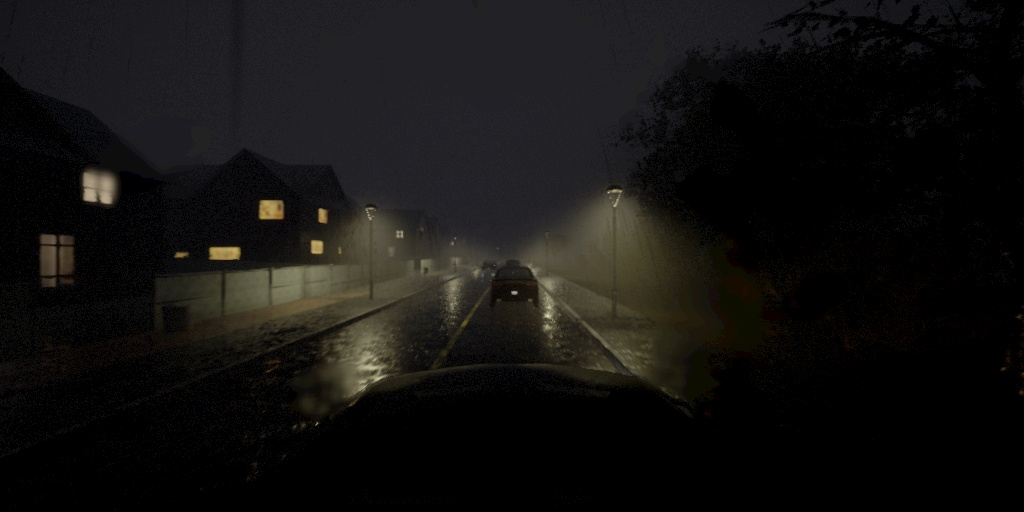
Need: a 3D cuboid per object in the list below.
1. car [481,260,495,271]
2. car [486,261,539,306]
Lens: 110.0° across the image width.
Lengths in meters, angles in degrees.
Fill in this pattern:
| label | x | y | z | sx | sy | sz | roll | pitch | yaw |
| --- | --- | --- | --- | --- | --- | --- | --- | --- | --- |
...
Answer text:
| label | x | y | z | sx | sy | sz | roll | pitch | yaw |
| --- | --- | --- | --- | --- | --- | --- | --- | --- | --- |
| car | -2.752 | 1.136 | 44.045 | 1.895 | 1.301 | 4.718 | 0 | 0 | 0 |
| car | 0.094 | 1.158 | 15.430 | 1.882 | 1.535 | 5.008 | 0 | 0 | 0 |
